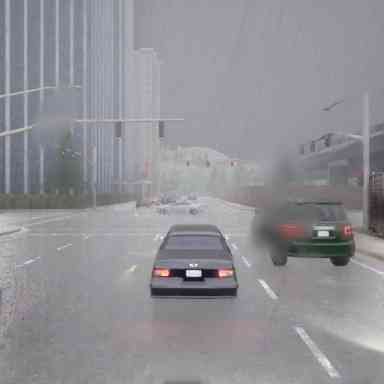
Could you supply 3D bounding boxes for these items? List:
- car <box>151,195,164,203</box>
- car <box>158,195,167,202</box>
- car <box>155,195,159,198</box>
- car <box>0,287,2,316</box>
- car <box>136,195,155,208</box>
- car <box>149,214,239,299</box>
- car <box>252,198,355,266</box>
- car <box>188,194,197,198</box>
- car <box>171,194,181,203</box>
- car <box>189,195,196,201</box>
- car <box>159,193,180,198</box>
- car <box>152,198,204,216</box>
[{"bbox_3d":[-6.979,1.491,68.031,2.128,1.511,4.902,0,0,0],"label":"car"},{"bbox_3d":[-6.961,1.516,78.269,1.812,1.442,4.674,0,0,0],"label":"car"},{"bbox_3d":[-7.050,1.352,58.094,2.097,1.767,4.553,0,0,0],"label":"car"},{"bbox_3d":[-3.597,1.505,2.748,1.837,1.490,4.892,0,0,0],"label":"car"},{"bbox_3d":[-7.067,1.504,48.902,1.837,1.490,4.892,0,0,0],"label":"car"},{"bbox_3d":[0.059,1.547,8.642,2.033,1.411,5.357,0,0,1],"label":"car"},{"bbox_3d":[3.577,1.221,11.674,2.150,2.045,5.566,0,0,1],"label":"car"},{"bbox_3d":[0.039,1.355,78.660,2.097,1.767,4.553,0,0,0],"label":"car"},{"bbox_3d":[-3.464,1.355,72.558,2.097,1.767,4.553,0,0,0],"label":"car"},{"bbox_3d":[0.045,1.500,88.905,1.837,1.490,4.892,0,0,0],"label":"car"},{"bbox_3d":[-3.561,1.221,52.829,2.150,2.045,5.566,0,0,0],"label":"car"},{"bbox_3d":[-1.193,1.554,32.206,4.674,1.442,1.812,0,0,0],"label":"car"}]
